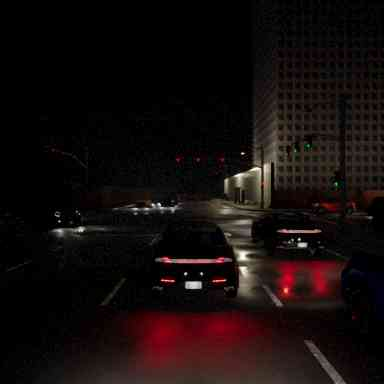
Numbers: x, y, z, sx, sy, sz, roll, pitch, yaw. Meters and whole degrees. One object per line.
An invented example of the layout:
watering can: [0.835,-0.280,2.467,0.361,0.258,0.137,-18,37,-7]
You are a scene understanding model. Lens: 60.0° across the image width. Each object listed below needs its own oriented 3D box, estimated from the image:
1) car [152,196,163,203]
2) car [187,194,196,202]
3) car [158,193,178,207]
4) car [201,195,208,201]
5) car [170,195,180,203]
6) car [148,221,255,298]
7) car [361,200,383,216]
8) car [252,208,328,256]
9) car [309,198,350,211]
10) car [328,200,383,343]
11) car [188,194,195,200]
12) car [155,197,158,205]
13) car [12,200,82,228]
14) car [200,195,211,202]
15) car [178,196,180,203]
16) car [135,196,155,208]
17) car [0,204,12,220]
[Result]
car: [-7.101,1.601,68.767,1.895,1.301,4.718,0,0,0]
car: [-0.115,1.347,78.781,2.097,1.767,4.553,0,0,0]
car: [-3.661,1.352,51.398,2.097,1.767,4.553,0,0,0]
car: [3.370,1.500,89.134,1.837,1.490,4.892,0,0,0]
car: [-3.604,1.478,71.135,1.882,1.535,5.008,0,0,0]
car: [0.044,1.492,8.510,2.128,1.511,4.902,0,0,0]
car: [19.366,1.533,32.284,5.008,1.535,1.882,0,0,0]
car: [3.562,1.492,13.128,2.128,1.511,4.902,0,0,0]
car: [14.981,1.407,35.769,4.553,1.767,2.097,0,0,0]
car: [3.595,1.221,3.283,2.150,2.045,5.566,0,0,0]
car: [-0.130,1.328,89.033,1.837,1.490,4.892,0,0,0]
car: [-7.166,1.478,58.604,1.882,1.535,5.008,0,0,0]
car: [-9.555,1.379,22.296,4.553,1.767,2.097,0,0,31]
car: [3.385,1.524,78.828,1.812,1.442,4.674,0,0,0]
car: [-3.651,1.221,60.987,2.150,2.045,5.566,0,0,0]
car: [-7.163,1.478,49.282,1.882,1.535,5.008,0,0,0]
car: [-13.989,1.575,28.472,4.674,1.442,1.812,0,0,0]
